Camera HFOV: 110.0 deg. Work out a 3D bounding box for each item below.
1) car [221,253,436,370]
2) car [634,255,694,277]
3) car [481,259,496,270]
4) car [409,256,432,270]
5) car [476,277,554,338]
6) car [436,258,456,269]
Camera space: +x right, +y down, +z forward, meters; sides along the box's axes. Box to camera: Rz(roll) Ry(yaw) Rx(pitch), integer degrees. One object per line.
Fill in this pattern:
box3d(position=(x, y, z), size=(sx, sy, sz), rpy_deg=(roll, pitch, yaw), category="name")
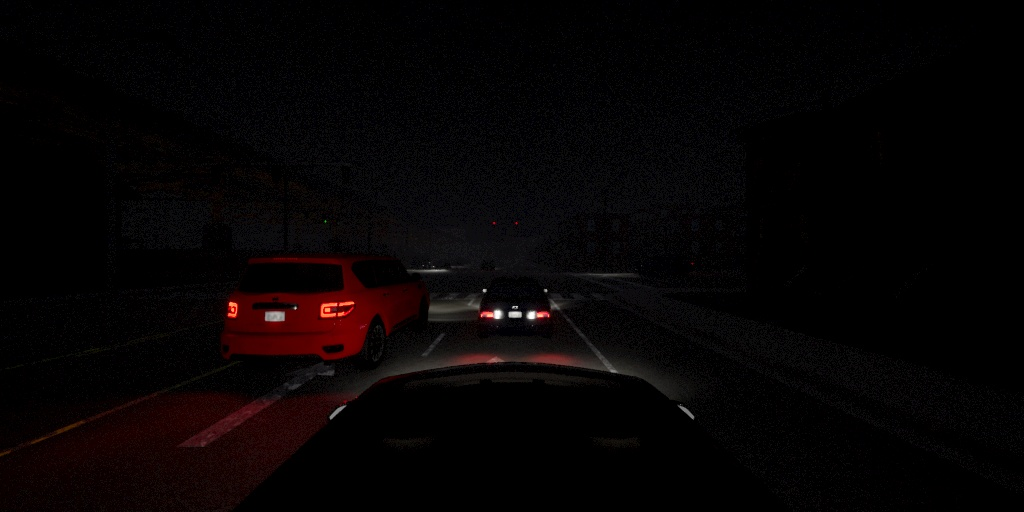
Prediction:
box3d(position=(-3.424, 0.971, 7.893), size=(2.150, 2.045, 5.566), rpy_deg=(0, 0, 0), category="car")
box3d(position=(15.181, 0.969, 35.896), size=(5.566, 2.045, 2.150), rpy_deg=(0, 0, 0), category="car")
box3d(position=(-3.385, 1.240, 51.609), size=(2.128, 1.511, 4.902), rpy_deg=(0, 0, 0), category="car")
box3d(position=(-14.059, 0.970, 55.624), size=(2.150, 2.045, 5.566), rpy_deg=(0, 0, 0), category="car")
box3d(position=(0.085, 1.297, 10.145), size=(2.033, 1.411, 5.357), rpy_deg=(0, 0, 0), category="car")
box3d(position=(-10.563, 1.239, 55.415), size=(2.128, 1.511, 4.902), rpy_deg=(0, 0, 0), category="car")
